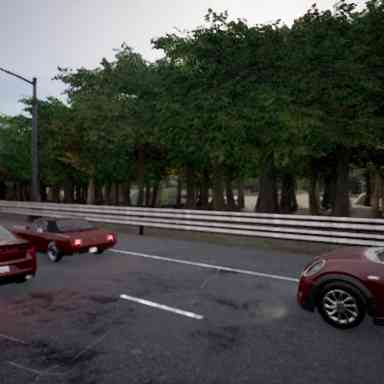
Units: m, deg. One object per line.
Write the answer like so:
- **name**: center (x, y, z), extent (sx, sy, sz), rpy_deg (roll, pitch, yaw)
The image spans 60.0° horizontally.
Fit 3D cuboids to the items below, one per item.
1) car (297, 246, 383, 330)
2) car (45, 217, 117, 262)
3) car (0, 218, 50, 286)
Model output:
- **car**: center (4.138, 1.356, 5.403), extent (4.553, 1.767, 2.097), rpy_deg (1, 0, 35)
- **car**: center (-4.917, 1.545, 11.960), extent (4.718, 1.301, 1.895), rpy_deg (0, 0, 37)
- **car**: center (-5.857, 1.428, 8.308), extent (5.008, 1.535, 1.882), rpy_deg (0, 0, 37)
